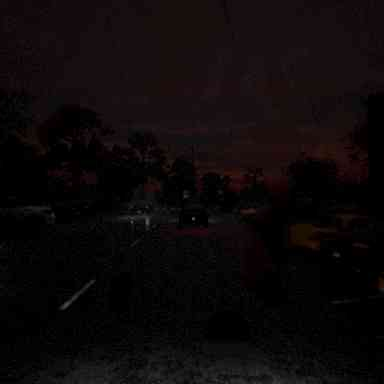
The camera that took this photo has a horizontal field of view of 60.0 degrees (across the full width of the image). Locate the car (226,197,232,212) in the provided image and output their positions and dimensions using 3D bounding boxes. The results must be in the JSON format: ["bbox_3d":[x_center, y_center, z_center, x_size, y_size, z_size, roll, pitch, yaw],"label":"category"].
[{"bbox_3d":[6.001,1.484,30.052,4.892,1.521,2.231,1,0,-20],"label":"car"}]

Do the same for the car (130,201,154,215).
[{"bbox_3d":[-5.066,1.595,34.284,1.895,1.301,4.718,0,0,0],"label":"car"}]

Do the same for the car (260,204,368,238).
[{"bbox_3d":[5.994,1.485,15.265,5.008,1.535,2.097,1,0,-20],"label":"car"}]

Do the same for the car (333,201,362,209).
[{"bbox_3d":[31.401,2.605,67.325,1.946,1.575,5.366,2,-1,-21],"label":"car"}]

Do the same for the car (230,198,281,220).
[{"bbox_3d":[5.826,1.478,24.064,5.366,1.575,1.946,1,0,-20],"label":"car"}]

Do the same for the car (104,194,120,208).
[{"bbox_3d":[-10.978,1.229,37.390,5.566,2.045,2.435,-1,0,-20],"label":"car"}]

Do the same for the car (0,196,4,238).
[{"bbox_3d":[-10.981,1.233,13.220,5.566,2.045,2.435,-1,0,-20],"label":"car"}]

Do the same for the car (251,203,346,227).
[{"bbox_3d":[6.021,1.514,18.231,4.792,1.488,2.163,1,0,-20],"label":"car"}]

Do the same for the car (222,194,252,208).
[{"bbox_3d":[6.021,1.231,35.985,5.566,2.045,2.435,1,0,-20],"label":"car"}]

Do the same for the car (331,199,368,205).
[{"bbox_3d":[22.456,2.289,48.733,1.946,1.575,5.366,2,1,-21],"label":"car"}]

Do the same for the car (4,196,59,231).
[{"bbox_3d":[-10.927,1.232,19.287,5.566,2.045,2.435,-1,0,-20],"label":"car"}]

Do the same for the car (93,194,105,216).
[{"bbox_3d":[-10.924,1.355,31.371,4.553,1.767,2.185,-1,0,-20],"label":"car"}]

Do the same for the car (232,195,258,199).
[{"bbox_3d":[6.028,1.358,27.101,4.553,1.767,2.185,1,0,-20],"label":"car"}]

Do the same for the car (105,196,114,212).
[{"bbox_3d":[-10.959,1.482,34.386,4.892,1.521,2.231,-1,0,-20],"label":"car"}]

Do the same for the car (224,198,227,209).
[{"bbox_3d":[5.995,1.522,33.010,4.674,1.452,2.002,1,0,-20],"label":"car"}]

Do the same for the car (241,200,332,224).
[{"bbox_3d":[5.998,1.485,21.181,4.892,1.521,2.231,1,0,-20],"label":"car"}]

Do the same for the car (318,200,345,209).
[{"bbox_3d":[28.081,2.506,67.103,2.231,1.521,4.892,2,-1,-21],"label":"car"}]

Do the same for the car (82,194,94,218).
[{"bbox_3d":[-10.984,1.357,28.333,4.553,1.767,2.185,-1,0,-20],"label":"car"}]

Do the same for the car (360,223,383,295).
[{"bbox_3d":[6.168,1.486,6.452,5.366,1.575,1.946,1,0,-20],"label":"car"}]

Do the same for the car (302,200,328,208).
[{"bbox_3d":[24.688,2.402,67.071,2.231,1.521,4.892,2,-1,-21],"label":"car"}]

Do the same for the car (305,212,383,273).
[{"bbox_3d":[5.998,1.486,9.336,5.008,1.535,2.097,1,0,-20],"label":"car"}]

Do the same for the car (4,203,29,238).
[{"bbox_3d":[-10.920,1.513,16.264,4.792,1.488,2.163,-1,0,-20],"label":"car"}]

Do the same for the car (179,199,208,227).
[{"bbox_3d":[0.095,1.474,22.756,1.882,1.535,5.008,0,0,0],"label":"car"}]

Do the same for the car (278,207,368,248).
[{"bbox_3d":[6.168,1.485,12.369,5.366,1.575,1.946,1,0,-20],"label":"car"}]

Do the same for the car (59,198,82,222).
[{"bbox_3d":[-10.978,1.357,25.306,4.553,1.767,2.185,-1,0,-20],"label":"car"}]

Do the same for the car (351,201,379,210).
[{"bbox_3d":[34.876,2.740,67.173,2.163,1.488,4.792,2,-1,-21],"label":"car"}]

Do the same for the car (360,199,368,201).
[{"bbox_3d":[25.435,2.143,48.910,2.435,2.045,5.566,2,1,-21],"label":"car"}]
